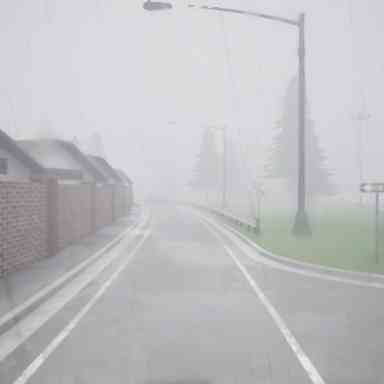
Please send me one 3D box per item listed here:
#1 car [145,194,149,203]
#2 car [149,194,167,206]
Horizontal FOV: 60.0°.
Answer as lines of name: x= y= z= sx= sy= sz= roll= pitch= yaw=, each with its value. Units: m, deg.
car: x=-7.267 y=1.075 z=60.381 sx=2.097 sy=1.767 sz=4.553 roll=0 pitch=0 yaw=-16
car: x=-4.962 y=1.244 z=50.553 sx=1.882 sy=1.535 sz=5.008 roll=0 pitch=0 yaw=-13
